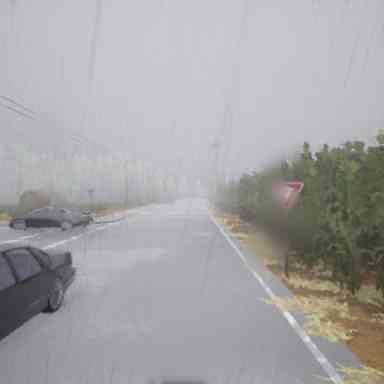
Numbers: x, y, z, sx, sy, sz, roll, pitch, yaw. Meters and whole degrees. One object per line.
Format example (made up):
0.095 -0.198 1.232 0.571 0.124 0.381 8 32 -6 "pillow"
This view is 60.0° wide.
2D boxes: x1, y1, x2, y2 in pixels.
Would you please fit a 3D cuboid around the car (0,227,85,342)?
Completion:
-3.503 1.572 5.040 2.033 1.411 5.357 0 0 2 "car"

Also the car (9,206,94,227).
-8.412 1.571 19.966 4.902 1.511 2.128 0 -1 6 "car"
